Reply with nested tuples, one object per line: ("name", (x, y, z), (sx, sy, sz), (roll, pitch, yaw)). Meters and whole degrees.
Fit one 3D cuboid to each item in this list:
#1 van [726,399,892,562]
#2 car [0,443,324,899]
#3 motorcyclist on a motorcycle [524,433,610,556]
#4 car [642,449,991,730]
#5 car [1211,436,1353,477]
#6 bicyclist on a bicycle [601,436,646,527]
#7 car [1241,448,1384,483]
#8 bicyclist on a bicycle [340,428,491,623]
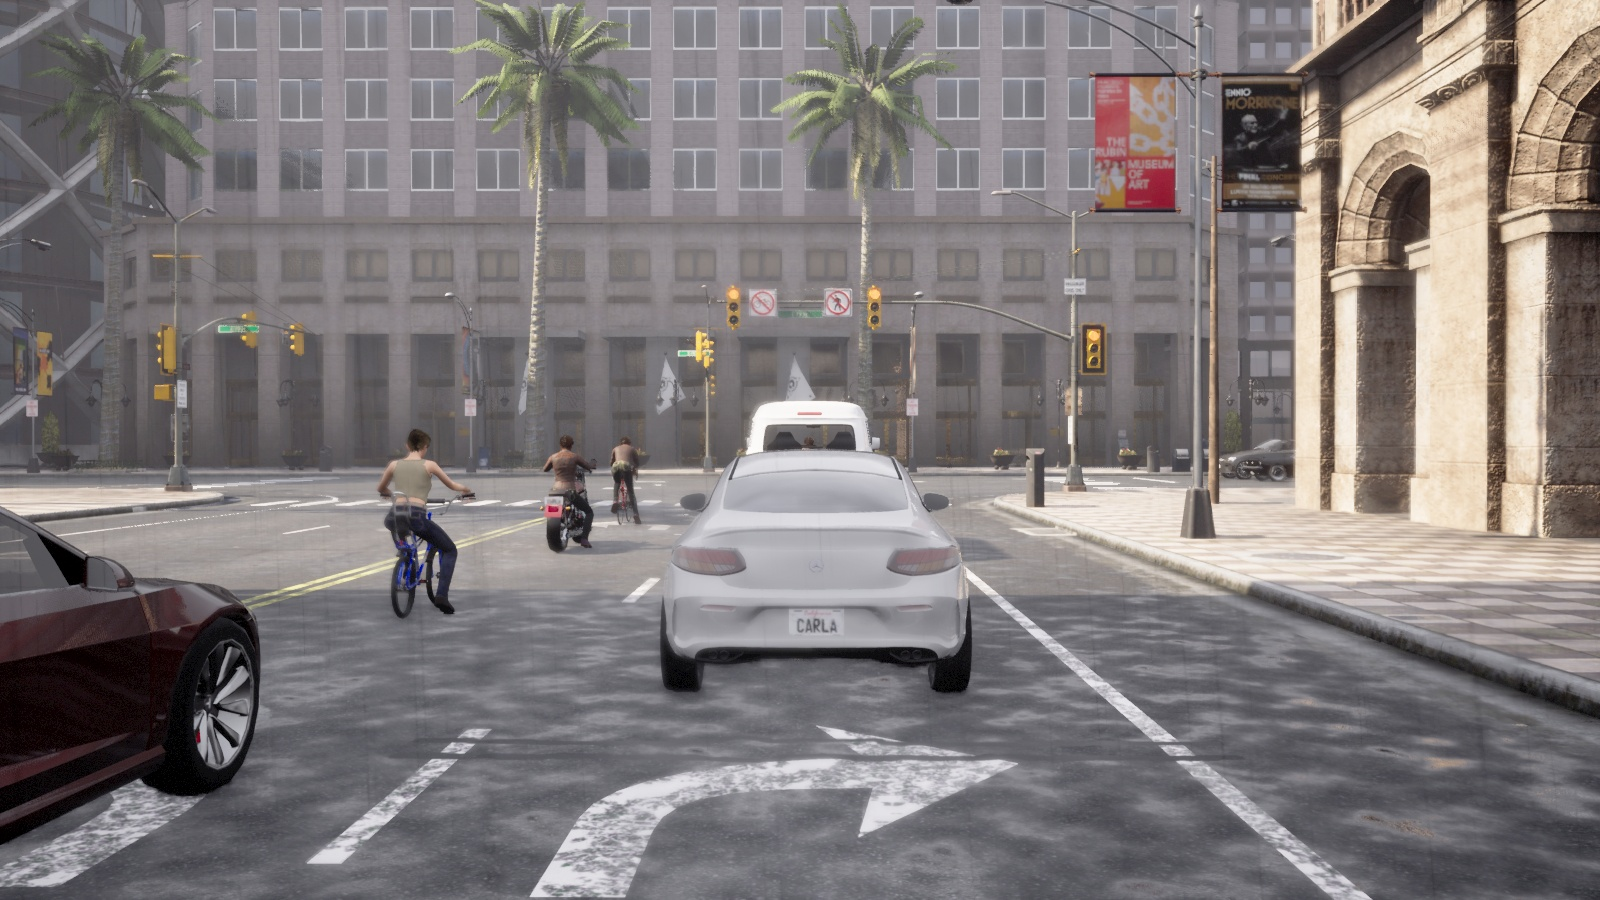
("van", (0.170, 0.369, 17.908), (2.069, 2.038, 4.480), (0, 0, 1))
("car", (-3.449, 0.722, 3.799), (2.163, 1.488, 4.792), (0, 0, 1))
("motorcyclist on a motorcycle", (-3.299, 0.593, 17.981), (0.766, 1.649, 2.350), (0, 0, 1))
("car", (0.104, 0.722, 8.867), (1.812, 1.442, 4.674), (0, 0, 0))
("car", (19.711, 0.250, 51.521), (5.027, 1.651, 2.152), (0, 0, 1))
("bicyclist on a bicycle", (-3.256, 0.565, 23.313), (0.582, 1.620, 1.656), (0, 0, 1))
("car", (19.545, 0.591, 48.045), (4.718, 1.301, 1.895), (0, 0, 1))
("bicyclist on a bicycle", (-3.366, 0.617, 11.144), (0.866, 1.612, 1.509), (0, 0, 0))
